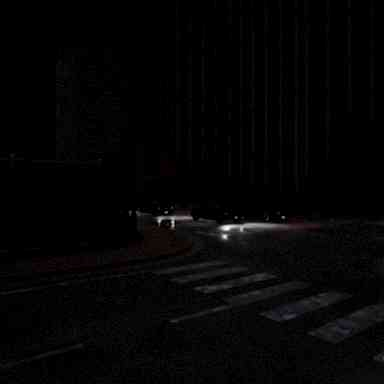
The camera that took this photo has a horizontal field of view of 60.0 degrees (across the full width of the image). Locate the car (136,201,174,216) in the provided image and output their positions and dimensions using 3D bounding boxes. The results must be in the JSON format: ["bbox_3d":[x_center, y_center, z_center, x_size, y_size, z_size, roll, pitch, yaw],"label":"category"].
[{"bbox_3d":[-3.628,1.541,32.107,1.895,1.301,4.718,0,0,-36],"label":"car"}]

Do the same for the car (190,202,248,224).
[{"bbox_3d":[1.666,1.466,24.706,1.812,1.442,4.674,0,0,-36],"label":"car"}]

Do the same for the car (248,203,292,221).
[{"bbox_3d":[5.348,1.539,26.015,1.895,1.301,4.718,0,0,-36],"label":"car"}]

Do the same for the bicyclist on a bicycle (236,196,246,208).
[{"bbox_3d":[5.800,1.237,39.524,1.656,1.620,0.582,0,0,-36],"label":"bicyclist on a bicycle"}]
